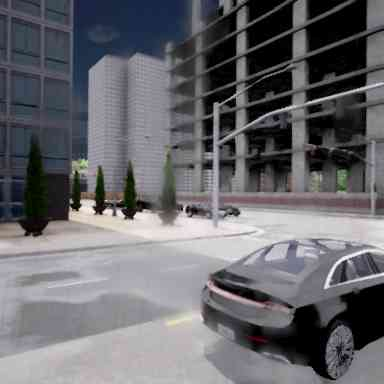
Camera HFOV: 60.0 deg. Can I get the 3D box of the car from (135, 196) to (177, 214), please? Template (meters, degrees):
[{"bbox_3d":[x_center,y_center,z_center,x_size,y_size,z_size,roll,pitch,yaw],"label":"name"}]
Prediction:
[{"bbox_3d":[-4.512,1.460,39.201,2.150,2.045,5.566,1,0,-36],"label":"car"}]

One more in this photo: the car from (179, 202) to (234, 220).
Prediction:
[{"bbox_3d":[1.271,1.730,31.210,2.128,1.511,4.902,1,0,-36],"label":"car"}]

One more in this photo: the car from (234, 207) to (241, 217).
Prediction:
[{"bbox_3d":[3.134,1.836,34.604,1.994,1.385,4.181,1,0,-36],"label":"car"}]

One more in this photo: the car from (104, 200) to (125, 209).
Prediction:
[{"bbox_3d":[-11.438,1.840,48.786,1.895,1.301,4.718,1,0,-36],"label":"car"}]

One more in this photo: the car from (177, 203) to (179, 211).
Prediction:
[{"bbox_3d":[-2.936,1.750,42.994,1.882,1.535,5.008,1,0,-36],"label":"car"}]

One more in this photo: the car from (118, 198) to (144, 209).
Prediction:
[{"bbox_3d":[-9.715,1.765,52.383,2.128,1.511,4.902,1,0,-36],"label":"car"}]

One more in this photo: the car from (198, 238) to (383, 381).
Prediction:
[{"bbox_3d":[2.386,1.541,5.561,4.902,1.511,2.128,0,0,-36],"label":"car"}]
